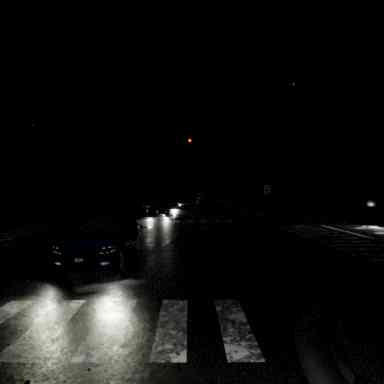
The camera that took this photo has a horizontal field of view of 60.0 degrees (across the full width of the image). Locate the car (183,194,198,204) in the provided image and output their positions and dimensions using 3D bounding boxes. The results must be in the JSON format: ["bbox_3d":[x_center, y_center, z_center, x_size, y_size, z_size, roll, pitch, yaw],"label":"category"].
[{"bbox_3d":[-0.259,1.661,63.761,1.994,1.385,4.181,0,0,0],"label":"car"}]

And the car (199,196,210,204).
[{"bbox_3d":[2.355,1.641,47.217,1.802,1.307,4.206,0,0,0],"label":"car"}]

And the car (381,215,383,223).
[{"bbox_3d":[14.185,1.511,20.715,4.181,1.385,1.994,0,0,0],"label":"car"}]

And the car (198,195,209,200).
[{"bbox_3d":[2.362,1.637,52.728,1.947,1.339,4.313,0,0,0],"label":"car"}]

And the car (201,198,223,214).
[{"bbox_3d":[2.340,1.606,36.194,1.947,1.339,4.313,0,0,0],"label":"car"}]

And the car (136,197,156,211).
[{"bbox_3d":[-5.677,1.489,41.717,1.967,1.590,4.097,0,0,0],"label":"car"}]

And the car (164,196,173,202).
[{"bbox_3d":[-5.625,1.694,80.292,2.008,1.369,4.403,0,0,0],"label":"car"}]

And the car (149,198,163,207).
[{"bbox_3d":[-5.662,1.653,52.738,1.802,1.307,4.206,0,0,0],"label":"car"}]

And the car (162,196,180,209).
[{"bbox_3d":[-3.131,1.660,47.116,1.895,1.301,4.718,0,0,0],"label":"car"}]

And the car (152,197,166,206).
[{"bbox_3d":[-5.655,1.634,58.249,2.008,1.369,4.403,0,0,0],"label":"car"}]

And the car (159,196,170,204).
[{"bbox_3d":[-5.640,1.552,69.271,1.967,1.590,4.097,0,0,0],"label":"car"}]

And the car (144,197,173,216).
[{"bbox_3d":[-3.149,1.539,32.505,1.837,1.490,4.892,0,0,0],"label":"car"}]

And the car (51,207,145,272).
[{"bbox_3d":[-2.923,1.476,10.994,1.882,1.535,5.008,0,0,-1],"label":"car"}]

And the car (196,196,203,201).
[{"bbox_3d":[2.003,1.698,90.163,1.812,1.442,4.674,0,0,0],"label":"car"}]

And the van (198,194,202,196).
[{"bbox_3d":[2.370,1.424,58.238,1.690,1.788,3.998,0,0,0],"label":"van"}]

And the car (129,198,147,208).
[{"bbox_3d":[-5.685,1.480,36.206,1.967,1.590,4.097,0,0,0],"label":"car"}]

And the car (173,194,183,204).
[{"bbox_3d":[-3.008,1.675,67.705,1.994,1.385,4.181,0,0,0],"label":"car"}]

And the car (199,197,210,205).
[{"bbox_3d":[2.377,1.647,63.749,2.008,1.369,4.403,0,0,0],"label":"car"}]
